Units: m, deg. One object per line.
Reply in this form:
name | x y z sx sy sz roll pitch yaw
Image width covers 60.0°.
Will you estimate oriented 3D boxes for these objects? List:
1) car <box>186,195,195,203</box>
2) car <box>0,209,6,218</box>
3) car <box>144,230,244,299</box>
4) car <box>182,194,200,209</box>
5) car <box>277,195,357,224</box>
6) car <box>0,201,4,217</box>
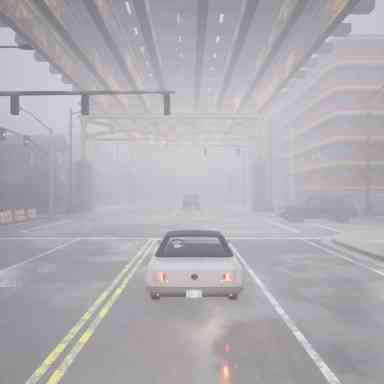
car | -0.264 1.427 69.641 1.837 1.490 4.892 0 1 0
car | -16.863 1.453 25.047 4.974 1.542 2.038 0 0 -20
car | 0.046 1.601 8.390 1.895 1.301 4.718 0 0 0
car | -0.144 1.221 44.619 2.150 2.045 5.566 0 0 1
car | 9.175 1.221 24.504 5.566 2.045 2.150 0 0 -2
car | -16.912 1.295 25.029 4.536 1.218 1.853 0 0 -20
